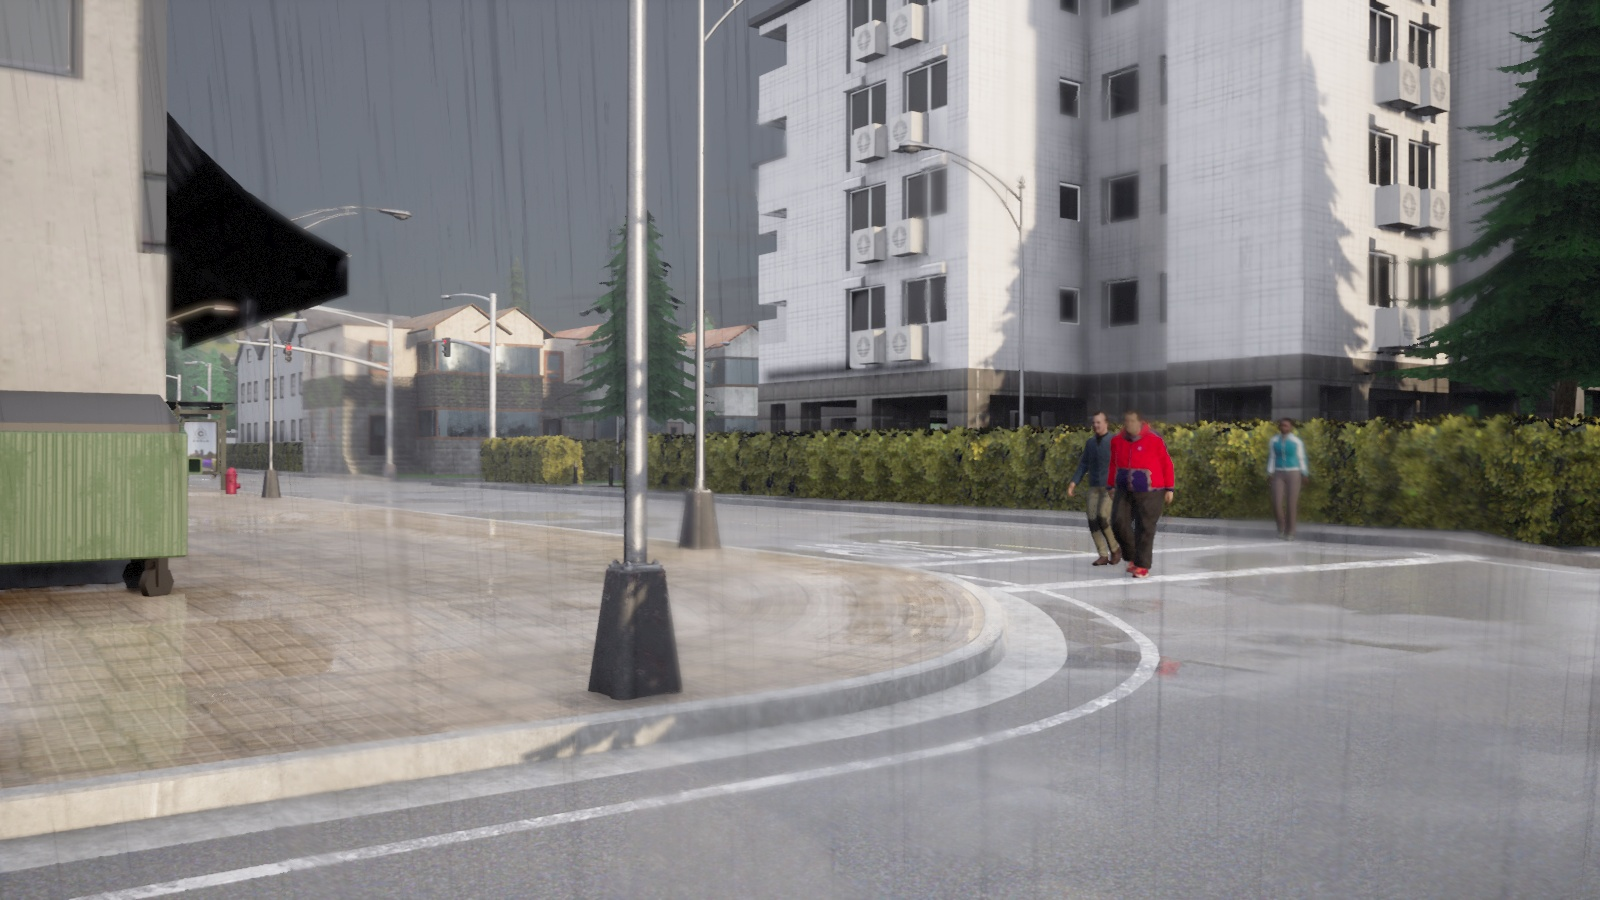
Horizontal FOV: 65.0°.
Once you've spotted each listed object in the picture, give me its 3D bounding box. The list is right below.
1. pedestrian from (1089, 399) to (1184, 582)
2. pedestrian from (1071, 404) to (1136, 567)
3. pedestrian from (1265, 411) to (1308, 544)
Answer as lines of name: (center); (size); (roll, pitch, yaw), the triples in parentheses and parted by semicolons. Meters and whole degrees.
pedestrian: (3.545, 0.410, 13.216); (0.634, 1.844, 0.899); (0, 0, 41)
pedestrian: (3.521, 0.399, 14.561); (0.402, 1.842, 0.726); (0, 0, 45)
pedestrian: (7.211, 0.404, 18.605); (0.396, 1.930, 0.692); (0, 0, 38)
